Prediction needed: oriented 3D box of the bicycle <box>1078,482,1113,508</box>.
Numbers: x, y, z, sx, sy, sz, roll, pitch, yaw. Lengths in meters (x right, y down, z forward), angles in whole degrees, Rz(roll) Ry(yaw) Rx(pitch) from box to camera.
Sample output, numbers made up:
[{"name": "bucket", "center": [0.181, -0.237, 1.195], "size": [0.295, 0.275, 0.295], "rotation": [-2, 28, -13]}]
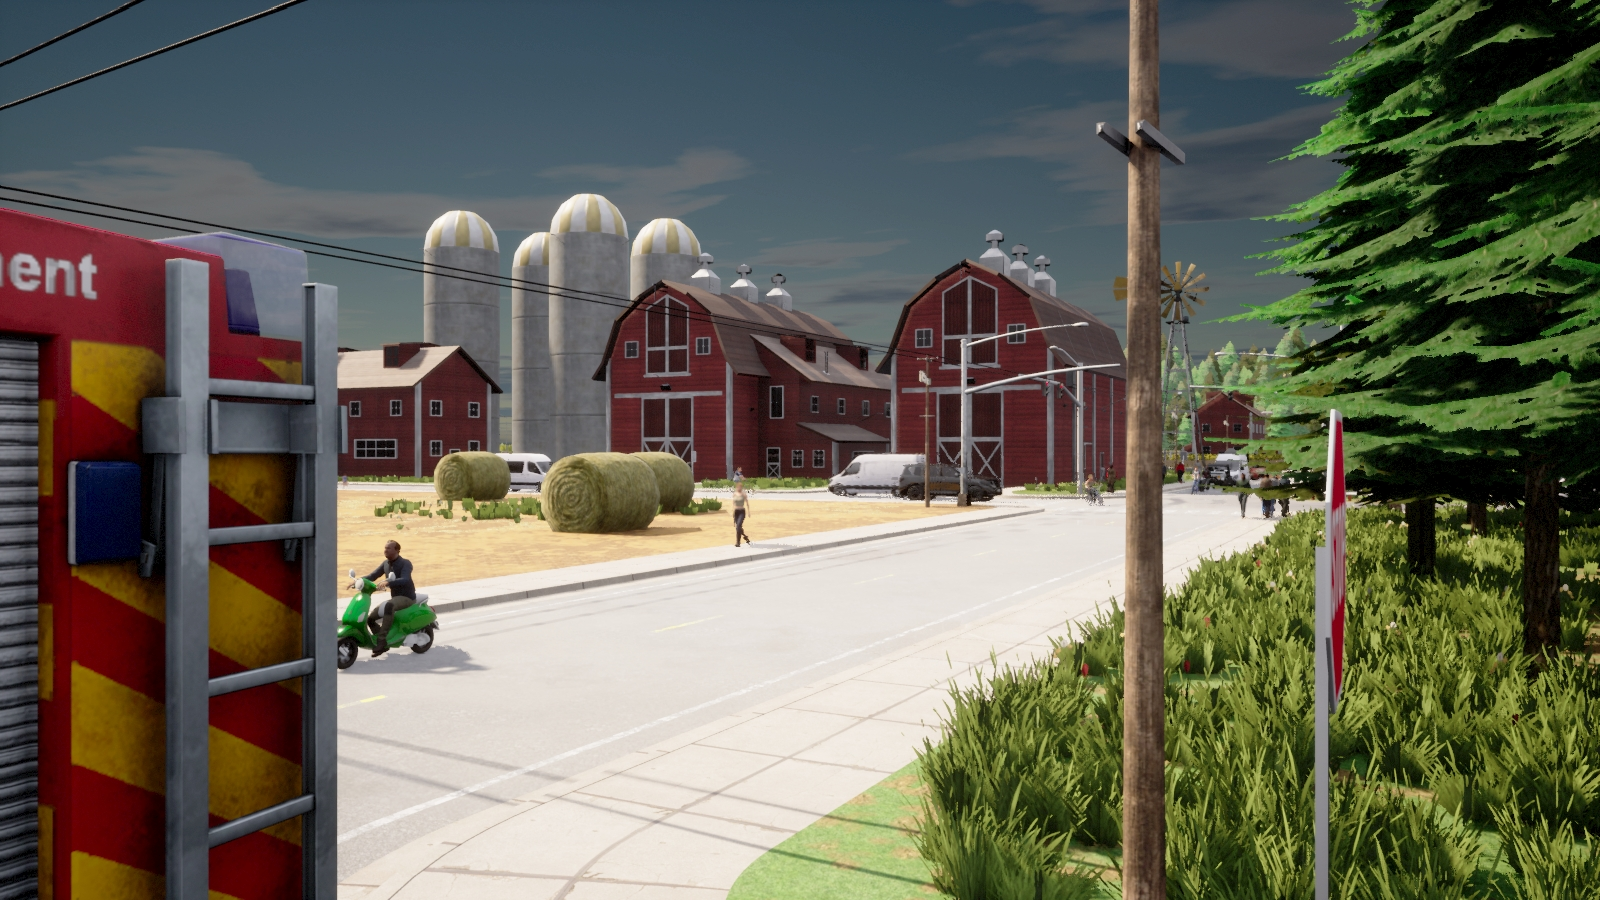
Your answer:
[{"name": "bicycle", "center": [14.711, 2.239, 56.916], "size": [0.859, 1.080, 1.487], "rotation": [-8, 3, -20]}]

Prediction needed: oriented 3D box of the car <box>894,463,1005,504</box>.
[{"name": "car", "center": [8.029, 1.752, 61.489], "size": [5.566, 2.045, 2.150], "rotation": [0, 0, 27]}]

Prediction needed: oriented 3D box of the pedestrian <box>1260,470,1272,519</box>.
[{"name": "pedestrian", "center": [17.937, 1.695, 43.983], "size": [0.375, 1.860, 0.375], "rotation": [0, 0, 28]}]

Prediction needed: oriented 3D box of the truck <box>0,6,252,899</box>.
[{"name": "truck", "center": [-6.098, 0.866, 3.620], "size": [8.468, 3.827, 2.891], "rotation": [0, 0, 22]}]

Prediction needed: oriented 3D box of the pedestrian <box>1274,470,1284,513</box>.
[{"name": "pedestrian", "center": [21.206, 1.838, 50.560], "size": [0.375, 1.860, 0.375], "rotation": [0, 0, 31]}]

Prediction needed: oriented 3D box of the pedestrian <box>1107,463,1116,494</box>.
[{"name": "pedestrian", "center": [18.862, 1.696, 69.176], "size": [0.375, 1.860, 0.375], "rotation": [0, 0, 36]}]

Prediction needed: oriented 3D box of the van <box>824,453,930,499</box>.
[{"name": "van", "center": [4.507, 1.490, 67.317], "size": [5.915, 2.561, 1.988], "rotation": [0, 0, 27]}]

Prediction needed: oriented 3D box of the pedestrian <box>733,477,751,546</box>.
[{"name": "pedestrian", "center": [-1.603, 1.694, 31.534], "size": [0.375, 1.860, 0.375], "rotation": [0, 0, 25]}]

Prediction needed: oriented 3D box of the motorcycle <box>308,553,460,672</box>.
[{"name": "motorcycle", "center": [-5.561, 2.142, 15.387], "size": [0.856, 1.316, 1.805], "rotation": [0, 0, 28]}]

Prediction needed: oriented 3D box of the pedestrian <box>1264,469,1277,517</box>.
[{"name": "pedestrian", "center": [18.456, 1.694, 44.845], "size": [0.375, 1.860, 0.375], "rotation": [0, 0, 5]}]

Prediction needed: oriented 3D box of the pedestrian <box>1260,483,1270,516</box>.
[{"name": "pedestrian", "center": [18.648, 1.976, 45.805], "size": [0.375, 1.300, 0.375], "rotation": [0, 0, 26]}]

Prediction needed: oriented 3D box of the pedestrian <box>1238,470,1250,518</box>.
[{"name": "pedestrian", "center": [17.132, 1.696, 44.121], "size": [0.375, 1.860, 0.375], "rotation": [0, 0, 30]}]

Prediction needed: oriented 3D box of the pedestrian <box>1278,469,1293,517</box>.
[{"name": "pedestrian", "center": [19.097, 1.694, 44.956], "size": [0.375, 1.860, 0.375], "rotation": [0, 0, -13]}]

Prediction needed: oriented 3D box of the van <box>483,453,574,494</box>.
[{"name": "van", "center": [-17.782, 1.494, 74.784], "size": [5.915, 2.561, 1.988], "rotation": [0, 0, 27]}]

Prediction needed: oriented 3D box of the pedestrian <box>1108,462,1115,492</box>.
[{"name": "pedestrian", "center": [19.433, 1.696, 71.273], "size": [0.375, 1.860, 0.375], "rotation": [0, 0, 30]}]
